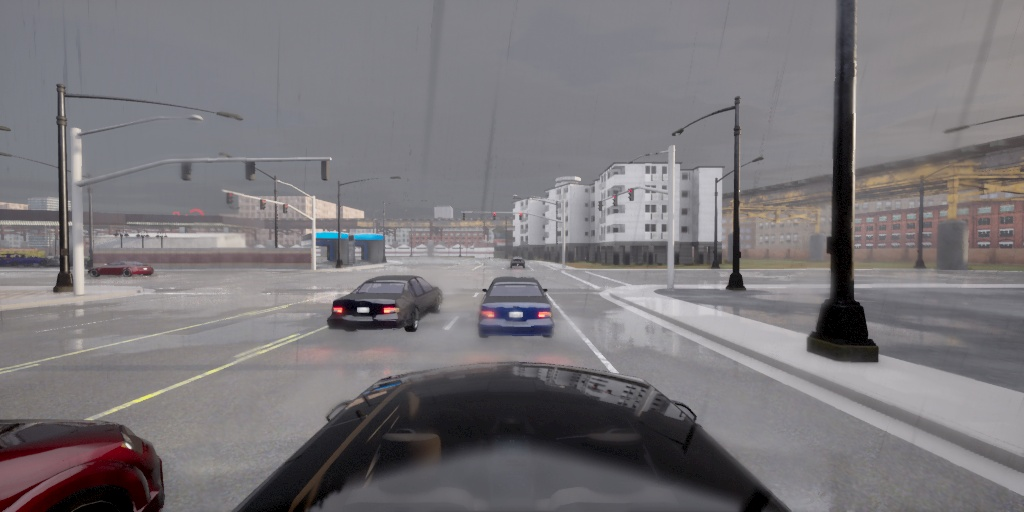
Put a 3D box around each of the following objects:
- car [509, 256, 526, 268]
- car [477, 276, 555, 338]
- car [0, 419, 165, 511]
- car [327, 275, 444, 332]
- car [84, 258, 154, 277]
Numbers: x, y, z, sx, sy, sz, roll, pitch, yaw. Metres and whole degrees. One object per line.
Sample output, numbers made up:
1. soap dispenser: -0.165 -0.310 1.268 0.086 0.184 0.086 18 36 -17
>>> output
1. car: 0.707 0.771 46.150 1.837 1.490 4.892 0 1 0
2. car: 0.090 1.279 10.114 2.033 1.411 5.357 0 0 0
3. car: -3.395 1.314 0.719 1.994 1.385 4.181 0 0 0
4. car: -3.406 1.274 10.716 2.033 1.411 5.357 0 0 0
5. car: -33.720 1.084 30.964 4.181 1.385 1.994 0 1 -1
